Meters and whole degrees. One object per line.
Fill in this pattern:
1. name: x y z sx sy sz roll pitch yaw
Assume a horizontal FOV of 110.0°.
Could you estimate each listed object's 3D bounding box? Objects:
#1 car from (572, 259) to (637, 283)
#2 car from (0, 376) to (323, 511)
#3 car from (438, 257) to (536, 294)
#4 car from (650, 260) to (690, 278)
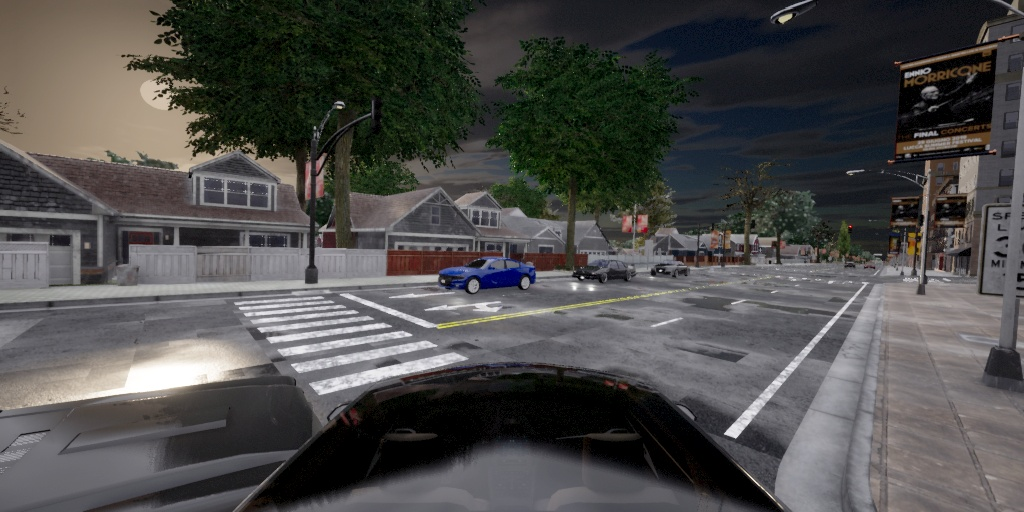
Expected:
1. car: 6.178 0.931 23.417 5.357 1.411 2.033 1 2 -44
2. car: -3.316 1.279 1.368 4.718 1.301 1.895 1 2 -34
3. car: -1.029 0.791 16.540 5.008 1.535 1.882 1 2 -44
4. car: 13.416 1.022 30.296 4.181 1.385 1.994 1 2 -44
